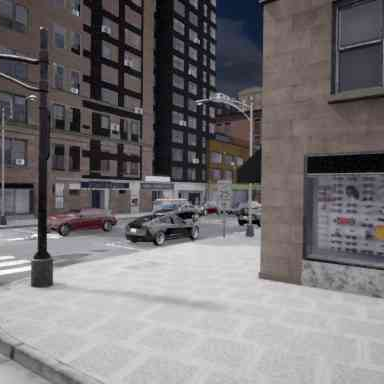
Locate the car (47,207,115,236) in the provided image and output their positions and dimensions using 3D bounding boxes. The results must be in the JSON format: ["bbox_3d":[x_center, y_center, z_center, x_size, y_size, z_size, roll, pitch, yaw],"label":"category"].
[{"bbox_3d":[-6.521,1.634,19.493,1.812,1.442,4.674,1,0,37],"label":"car"}]

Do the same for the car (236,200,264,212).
[{"bbox_3d":[7.646,1.823,43.608,1.752,1.417,4.829,0,0,36],"label":"car"}]

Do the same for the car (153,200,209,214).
[{"bbox_3d":[-1.061,1.673,27.089,2.128,1.511,4.902,1,0,35],"label":"car"}]

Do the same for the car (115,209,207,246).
[{"bbox_3d":[-1.378,1.764,16.456,1.947,1.339,4.313,0,0,36],"label":"car"}]

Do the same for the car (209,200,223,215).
[{"bbox_3d":[1.329,1.645,34.821,1.967,1.590,4.097,0,0,36],"label":"car"}]

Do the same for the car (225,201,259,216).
[{"bbox_3d":[5.034,1.813,35.555,2.033,1.411,5.357,1,0,36],"label":"car"}]

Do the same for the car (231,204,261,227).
[{"bbox_3d":[5.040,1.850,25.381,1.947,1.339,4.313,0,0,36],"label":"car"}]
